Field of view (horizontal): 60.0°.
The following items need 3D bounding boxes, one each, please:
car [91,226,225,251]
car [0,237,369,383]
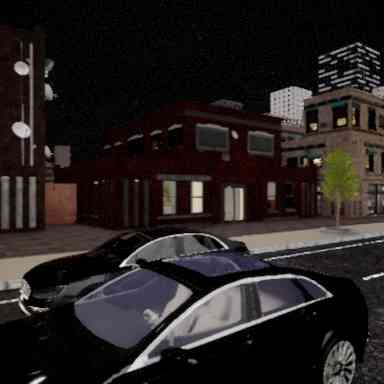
[{"bbox_3d":[-0.848,1.529,6.952,4.892,1.490,1.837,1,0,-35],"label":"car"},{"bbox_3d":[-0.040,1.506,3.536,4.902,1.511,2.128,1,0,-35],"label":"car"}]
